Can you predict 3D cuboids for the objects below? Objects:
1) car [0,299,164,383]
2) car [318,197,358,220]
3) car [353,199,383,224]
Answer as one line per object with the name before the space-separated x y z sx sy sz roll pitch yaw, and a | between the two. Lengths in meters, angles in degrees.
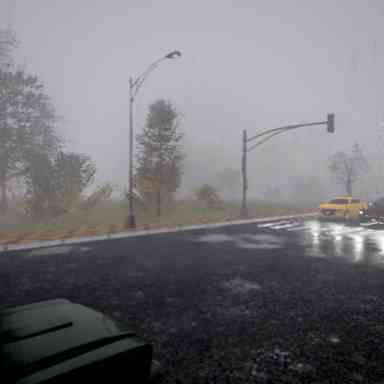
car | -2.460 1.540 2.024 1.895 1.301 4.718 1 1 44
car | 11.087 1.131 24.415 5.008 1.535 1.882 0 1 -43
car | 12.227 1.323 21.019 4.718 1.301 1.895 -1 1 -44
